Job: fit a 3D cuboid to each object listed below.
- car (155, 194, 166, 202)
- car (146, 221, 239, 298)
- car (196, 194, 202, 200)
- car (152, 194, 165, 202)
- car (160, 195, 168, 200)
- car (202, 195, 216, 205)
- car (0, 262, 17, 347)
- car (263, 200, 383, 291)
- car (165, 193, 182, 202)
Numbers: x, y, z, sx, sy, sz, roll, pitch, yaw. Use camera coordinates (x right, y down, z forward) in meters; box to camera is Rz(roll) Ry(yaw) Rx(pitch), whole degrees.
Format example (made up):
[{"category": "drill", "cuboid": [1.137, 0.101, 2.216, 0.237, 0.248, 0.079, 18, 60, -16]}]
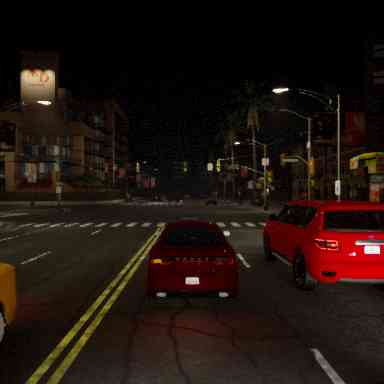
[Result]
[{"category": "car", "cuboid": [-7.562, 1.355, 80.532, 2.097, 1.767, 4.553, 0, 0, 0]}, {"category": "car", "cuboid": [0.010, 1.478, 8.581, 1.882, 1.535, 5.008, 0, 0, 0]}, {"category": "car", "cuboid": [2.855, 1.525, 92.319, 2.128, 1.511, 4.902, 0, 0, 0]}, {"category": "car", "cuboid": [-7.502, 1.552, 72.160, 1.994, 1.385, 4.181, 0, 0, 0]}, {"category": "car", "cuboid": [-7.633, 1.500, 90.597, 1.837, 1.490, 4.892, 0, 0, 0]}, {"category": "car", "cuboid": [3.202, 1.601, 58.467, 1.895, 1.301, 4.718, 0, 0, 0]}, {"category": "car", "cuboid": [-3.608, 1.477, 3.058, 1.882, 1.535, 5.008, 0, 0, 0]}, {"category": "car", "cuboid": [3.507, 1.221, 9.156, 2.150, 2.045, 5.566, 0, 0, 0]}, {"category": "car", "cuboid": [-4.008, 1.225, 72.940, 2.150, 2.045, 5.566, 0, 0, 0]}]
